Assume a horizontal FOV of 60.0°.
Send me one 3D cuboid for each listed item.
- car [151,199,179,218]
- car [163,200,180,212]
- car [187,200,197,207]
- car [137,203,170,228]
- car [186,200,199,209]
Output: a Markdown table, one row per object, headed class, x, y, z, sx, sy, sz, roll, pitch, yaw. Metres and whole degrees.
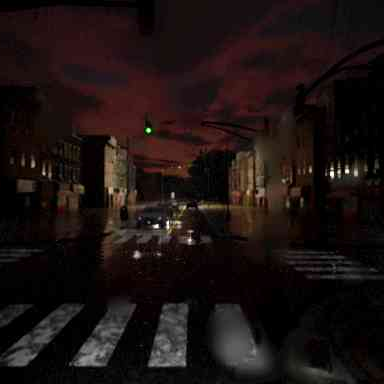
| class | x | y | z | sx | sy | sz | roll | pitch | yaw |
| --- | --- | --- | --- | --- | --- | --- | --- | --- | --- |
| car | -2.845 | 1.834 | 34.640 | 2.128 | 1.511 | 4.902 | 0 | -1 | 0 |
| car | -2.831 | 1.962 | 46.552 | 2.128 | 1.511 | 4.902 | 0 | -1 | 0 |
| car | 0.006 | 2.242 | 64.961 | 1.994 | 1.385 | 4.181 | 0 | -1 | 0 |
| car | -2.845 | 1.765 | 24.277 | 1.812 | 1.442 | 4.674 | 0 | -1 | 0 |
| car | 0.005 | 2.065 | 54.545 | 1.837 | 1.490 | 4.892 | 0 | -1 | 0 |
